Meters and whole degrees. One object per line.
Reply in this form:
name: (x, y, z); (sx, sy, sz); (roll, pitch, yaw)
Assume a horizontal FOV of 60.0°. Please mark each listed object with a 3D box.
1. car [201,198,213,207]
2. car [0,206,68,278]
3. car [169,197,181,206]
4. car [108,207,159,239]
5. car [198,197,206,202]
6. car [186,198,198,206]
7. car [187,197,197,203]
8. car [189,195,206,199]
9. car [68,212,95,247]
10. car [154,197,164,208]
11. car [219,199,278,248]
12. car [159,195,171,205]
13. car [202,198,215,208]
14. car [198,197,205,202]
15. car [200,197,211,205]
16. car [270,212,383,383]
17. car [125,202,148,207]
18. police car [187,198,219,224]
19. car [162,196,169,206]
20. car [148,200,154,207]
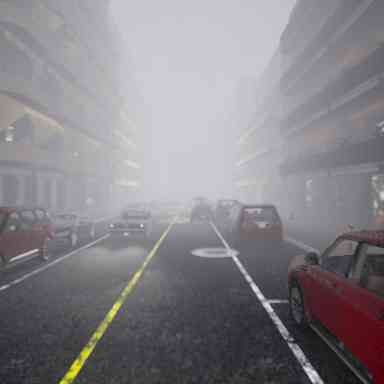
car: (2.673, 1.876, 59.952); (1.947, 1.339, 4.313); (-1, 0, 0)
car: (-5.694, 1.365, 9.563); (2.192, 1.841, 5.009); (-1, 0, 0)
car: (-3.029, 1.880, 60.331); (1.994, 1.385, 4.181); (0, 0, 0)
car: (-3.102, 1.693, 17.969); (1.895, 1.301, 4.718); (0, 0, 0)
car: (2.670, 2.024, 87.962); (1.947, 1.339, 4.313); (-1, 0, 0)
car: (-0.006, 1.881, 61.229); (1.994, 1.385, 4.181); (0, 0, 0)
car: (-0.008, 1.744, 72.607); (1.994, 1.385, 4.181); (0, 0, 0)
car: (0.896, 1.441, 42.003); (2.150, 2.045, 5.566); (0, 0, 0)
car: (-5.709, 1.629, 15.164); (2.008, 1.369, 4.403); (-1, 0, 0)
car: (-5.705, 1.803, 48.776); (2.008, 1.369, 4.403); (-1, 0, 0)
car: (2.675, 1.393, 15.138); (2.192, 1.841, 5.009); (-1, 0, 0)
car: (-5.711, 1.684, 71.185); (2.192, 1.841, 5.009); (-1, 0, 0)
car: (2.674, 1.807, 54.520); (1.752, 1.417, 4.829); (-1, 0, 0)
car: (2.669, 2.038, 93.565); (2.008, 1.369, 4.403); (-1, 0, 0)
car: (2.671, 1.779, 65.555); (1.967, 1.590, 4.097); (-1, 0, 0)
car: (2.677, 1.336, 3.934); (2.192, 1.841, 5.009); (-1, 0, 0)
car: (-5.703, 1.747, 31.970); (1.802, 1.307, 4.206); (-1, 0, 0)
police car: (0.794, 1.560, 26.088); (1.930, 1.638, 5.238); (0, 0, 0)
car: (-5.707, 1.861, 59.980); (2.008, 1.369, 4.403); (-1, 0, 0)
car: (-5.704, 1.776, 37.572); (1.802, 1.307, 4.206); (-1, 0, 0)
